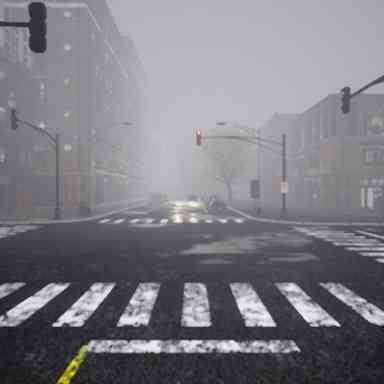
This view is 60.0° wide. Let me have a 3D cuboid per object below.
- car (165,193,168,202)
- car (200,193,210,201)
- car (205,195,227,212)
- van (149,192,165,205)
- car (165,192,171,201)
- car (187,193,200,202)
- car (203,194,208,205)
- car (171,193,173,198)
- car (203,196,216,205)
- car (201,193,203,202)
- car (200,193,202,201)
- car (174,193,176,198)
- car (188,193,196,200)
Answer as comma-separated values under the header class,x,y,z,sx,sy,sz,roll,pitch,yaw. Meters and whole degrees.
class,x,y,z,sx,sy,sz,roll,pitch,yaw
car,-5.673,1.228,57.559,1.802,1.307,4.206,0,0,0
car,2.712,1.030,68.948,1.967,1.590,4.097,0,0,0
car,2.701,1.324,34.768,2.008,1.369,4.403,0,0,0
van,-5.675,1.018,51.861,1.690,1.788,3.998,0,0,0
car,-5.671,0.933,63.254,2.192,1.841,5.009,0,0,0
car,0.021,1.104,61.540,1.882,1.535,5.008,0,0,0
car,2.703,1.181,40.464,1.967,1.590,4.097,0,0,0
car,-5.669,1.156,68.953,1.947,1.339,4.313,0,0,0
car,2.706,1.259,51.859,1.802,1.307,4.206,0,0,0
car,2.704,1.148,46.160,1.967,1.590,4.097,0,0,0
car,2.710,1.168,63.251,2.008,1.369,4.403,0,0,0
car,-5.662,1.014,91.570,1.752,1.417,4.829,0,0,0
car,0.024,1.012,71.957,1.812,1.442,4.674,0,0,0
